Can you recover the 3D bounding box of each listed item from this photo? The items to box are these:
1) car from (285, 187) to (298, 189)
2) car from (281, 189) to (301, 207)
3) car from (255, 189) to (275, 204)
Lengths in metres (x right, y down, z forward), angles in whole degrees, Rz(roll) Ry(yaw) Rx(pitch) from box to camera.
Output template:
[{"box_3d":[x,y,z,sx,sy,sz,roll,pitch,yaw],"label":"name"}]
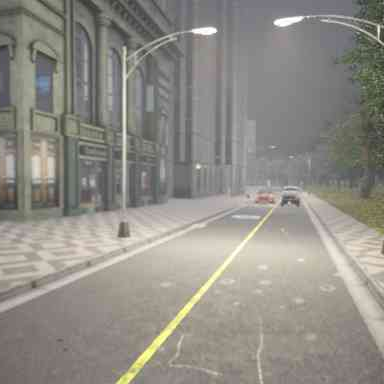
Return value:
[{"box_3d":[13.773,0.258,46.270,2.150,2.045,5.566,1,2,17],"label":"car"},{"box_3d":[10.700,0.789,36.110,1.837,1.490,4.892,1,2,18],"label":"car"},{"box_3d":[9.121,0.473,41.318,2.097,1.767,4.553,1,2,17],"label":"car"}]
